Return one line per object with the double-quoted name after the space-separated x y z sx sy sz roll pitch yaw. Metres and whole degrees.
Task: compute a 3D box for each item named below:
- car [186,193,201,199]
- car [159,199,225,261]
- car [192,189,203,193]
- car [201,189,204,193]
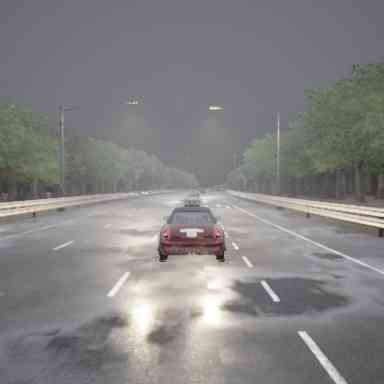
0.016 1.140 37.473 2.033 1.411 5.357 0 1 0 "car"
-0.003 1.298 12.254 2.097 1.767 4.553 0 0 0 "car"
0.537 0.678 64.486 2.033 1.411 5.357 0 1 2 "car"
1.247 0.468 81.698 1.895 1.301 4.718 0 1 3 "car"
